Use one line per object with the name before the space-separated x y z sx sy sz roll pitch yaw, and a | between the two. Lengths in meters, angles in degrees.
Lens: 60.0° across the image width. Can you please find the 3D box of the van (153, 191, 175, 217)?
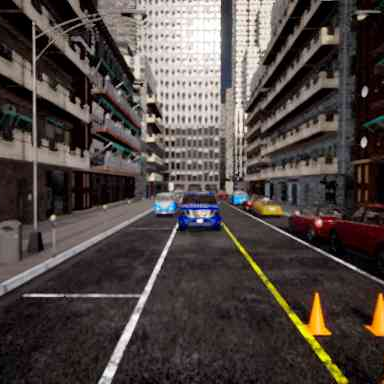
van | -2.020 0.967 26.305 1.690 1.788 3.998 0 1 0

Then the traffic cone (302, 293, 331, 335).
traffic cone | 1.968 1.888 5.251 0.340 0.580 0.340 0 1 0

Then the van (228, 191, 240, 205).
van | 5.993 0.765 42.907 1.690 1.788 3.998 0 1 0

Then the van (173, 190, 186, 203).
van | -1.843 0.657 48.498 1.690 1.788 3.998 0 1 0

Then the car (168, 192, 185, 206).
car | -1.886 0.834 42.951 1.967 1.590 4.097 0 1 0

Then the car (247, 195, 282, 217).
car | 5.863 1.179 26.434 1.752 1.417 4.829 0 1 0

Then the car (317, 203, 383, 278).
car | 5.728 1.201 9.617 2.192 1.841 5.009 0 1 0

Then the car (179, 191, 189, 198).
car | -1.664 0.548 70.695 1.887 1.381 4.507 0 1 0

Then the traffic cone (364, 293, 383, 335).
traffic cone | 2.968 1.892 5.243 0.340 0.580 0.340 0 1 0

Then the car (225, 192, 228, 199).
car | 6.172 0.656 65.103 1.887 1.381 4.507 0 1 0

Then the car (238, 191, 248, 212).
car | 5.906 1.019 31.812 1.967 1.590 4.097 0 1 0

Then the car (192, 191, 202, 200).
car | 0.847 0.647 62.951 1.812 1.442 4.674 0 1 0

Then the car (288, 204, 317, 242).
car | 5.773 1.250 15.167 1.967 1.590 4.097 0 1 0

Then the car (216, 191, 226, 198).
car | 6.217 0.556 70.821 1.752 1.417 4.829 0 1 0

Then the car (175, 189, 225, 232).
car | 0.398 0.965 18.419 2.150 2.045 5.566 0 1 1

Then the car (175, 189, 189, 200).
car | -1.754 0.475 59.595 2.192 1.841 5.009 0 1 0
